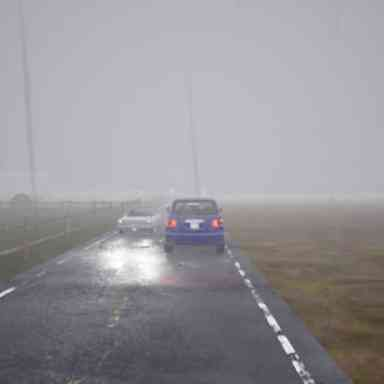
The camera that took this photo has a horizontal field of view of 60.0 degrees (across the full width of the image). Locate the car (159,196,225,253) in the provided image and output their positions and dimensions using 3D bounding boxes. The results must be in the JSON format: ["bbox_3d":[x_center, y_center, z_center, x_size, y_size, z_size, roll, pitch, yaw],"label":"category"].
[{"bbox_3d":[0.093,1.186,13.555,2.150,2.045,5.566,0,0,0],"label":"car"}]

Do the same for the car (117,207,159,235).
[{"bbox_3d":[-2.841,1.552,18.680,1.895,1.301,4.718,0,0,0],"label":"car"}]

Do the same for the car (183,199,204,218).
[{"bbox_3d":[0.107,1.452,30.696,1.812,1.442,4.674,0,0,0],"label":"car"}]
